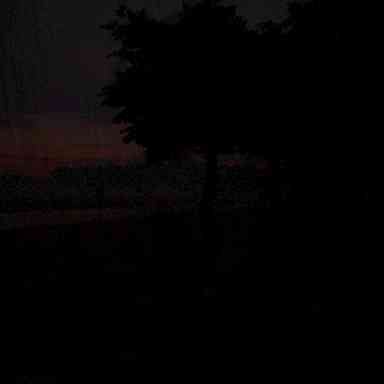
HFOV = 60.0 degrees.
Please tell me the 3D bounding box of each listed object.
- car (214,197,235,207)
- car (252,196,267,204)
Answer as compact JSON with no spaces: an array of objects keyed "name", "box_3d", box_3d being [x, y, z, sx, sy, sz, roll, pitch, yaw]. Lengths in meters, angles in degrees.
[{"name":"car","box_3d":[5.184,1.534,52.763,1.812,1.442,4.674,3,1,31]},{"name":"car","box_3d":[13.791,1.592,67.537,2.033,1.411,5.357,3,1,29]}]
